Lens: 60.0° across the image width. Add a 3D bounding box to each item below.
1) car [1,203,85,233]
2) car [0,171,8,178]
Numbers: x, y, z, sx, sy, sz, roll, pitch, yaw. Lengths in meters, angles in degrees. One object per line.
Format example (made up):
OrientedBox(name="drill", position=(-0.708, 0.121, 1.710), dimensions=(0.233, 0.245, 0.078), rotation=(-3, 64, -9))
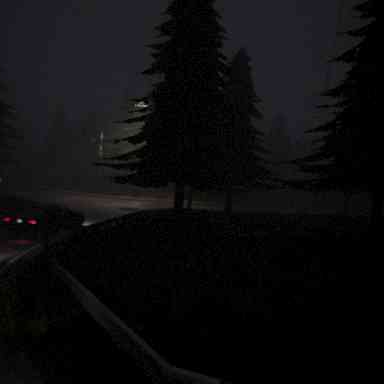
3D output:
OrientedBox(name="car", position=(-7.491, 1.314, 17.431), dimensions=(2.033, 1.411, 5.357), rotation=(5, 1, 6))
OrientedBox(name="car", position=(-35.901, -3.386, 61.840), dimensions=(1.895, 1.301, 4.718), rotation=(4, 4, -14))
